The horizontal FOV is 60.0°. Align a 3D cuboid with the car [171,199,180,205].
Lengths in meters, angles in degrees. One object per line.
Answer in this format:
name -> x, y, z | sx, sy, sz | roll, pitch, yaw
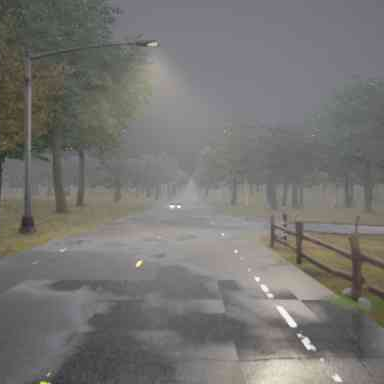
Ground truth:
car -> -3.457, 2.183, 70.917 | 1.895, 1.301, 4.718 | 0, 0, 0
